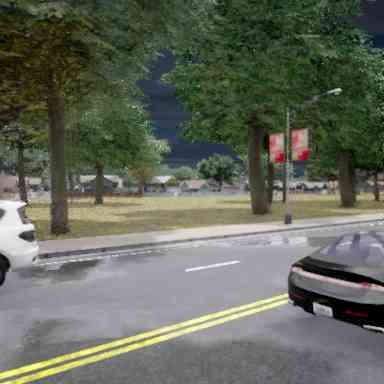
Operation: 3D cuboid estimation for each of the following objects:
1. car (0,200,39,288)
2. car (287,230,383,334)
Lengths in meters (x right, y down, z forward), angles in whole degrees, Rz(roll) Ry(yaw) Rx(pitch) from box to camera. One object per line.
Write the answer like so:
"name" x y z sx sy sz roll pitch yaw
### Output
"car" -6.338 1.225 7.150 5.566 2.045 2.150 0 0 -36
"car" 3.850 1.468 6.184 4.902 1.511 2.128 0 0 -35
